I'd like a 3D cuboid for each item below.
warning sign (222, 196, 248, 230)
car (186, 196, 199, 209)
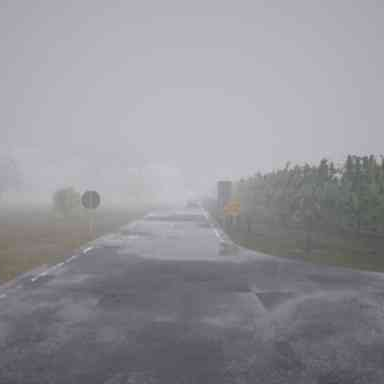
[{"bbox_3d":[2.445,1.165,19.084,1.300,1.860,1.060,0,0,0],"label":"warning sign"},{"bbox_3d":[0.094,1.646,48.316,2.033,1.411,5.357,0,0,0],"label":"car"}]
